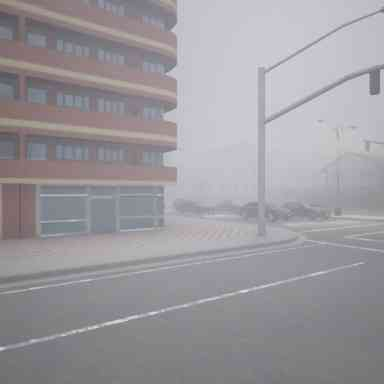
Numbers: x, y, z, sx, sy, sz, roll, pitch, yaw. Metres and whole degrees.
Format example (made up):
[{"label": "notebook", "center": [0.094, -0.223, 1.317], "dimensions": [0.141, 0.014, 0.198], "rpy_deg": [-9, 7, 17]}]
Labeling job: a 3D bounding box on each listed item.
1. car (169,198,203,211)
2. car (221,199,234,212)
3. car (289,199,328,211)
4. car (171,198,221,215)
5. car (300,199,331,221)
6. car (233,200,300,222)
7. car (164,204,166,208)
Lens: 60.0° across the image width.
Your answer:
[{"label": "car", "center": [-0.839, 1.505, 42.595], "dimensions": [1.837, 1.490, 4.892], "rpy_deg": [0, 0, -35]}, {"label": "car", "center": [4.344, 1.526, 35.085], "dimensions": [1.812, 1.442, 4.674], "rpy_deg": [0, 0, -34]}, {"label": "car", "center": [14.382, 1.564, 41.130], "dimensions": [1.994, 1.385, 4.181], "rpy_deg": [0, 0, -35]}, {"label": "car", "center": [0.321, 1.545, 34.738], "dimensions": [2.033, 1.411, 5.357], "rpy_deg": [0, 0, -34]}, {"label": "car", "center": [9.279, 1.526, 27.914], "dimensions": [1.812, 1.442, 4.674], "rpy_deg": [0, 0, -34]}, {"label": "car", "center": [5.844, 1.505, 26.709], "dimensions": [1.837, 1.490, 4.892], "rpy_deg": [0, 0, -34]}, {"label": "car", "center": [-5.392, 1.547, 43.038], "dimensions": [2.033, 1.411, 5.357], "rpy_deg": [0, 0, -34]}]
